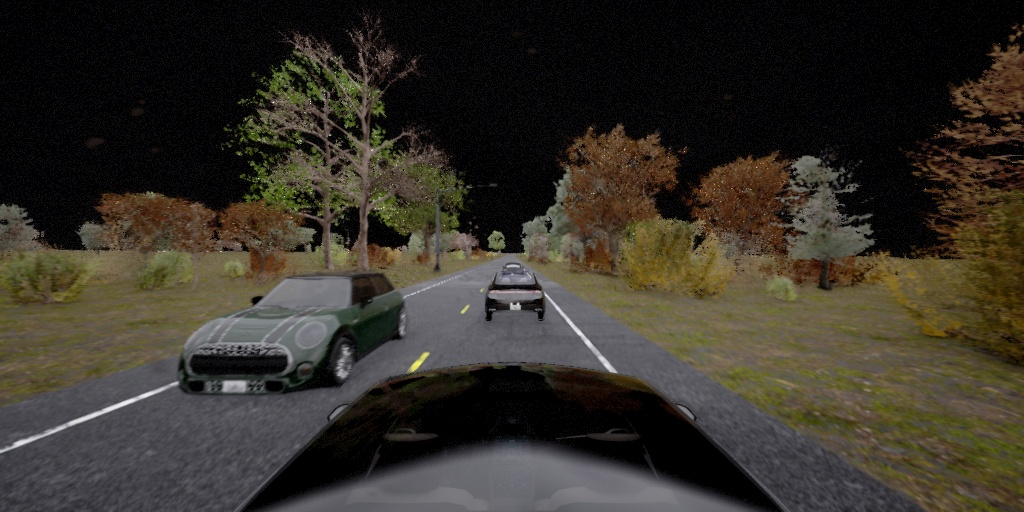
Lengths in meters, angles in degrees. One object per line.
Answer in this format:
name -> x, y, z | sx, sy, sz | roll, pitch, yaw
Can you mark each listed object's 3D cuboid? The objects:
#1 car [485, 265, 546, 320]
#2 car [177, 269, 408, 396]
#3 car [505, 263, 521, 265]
car -> 0.098, 1.243, 12.569 | 2.128, 1.511, 4.902 | 0, 0, 0
car -> -3.597, 1.103, 6.896 | 2.097, 1.767, 4.553 | 0, 0, 0
car -> 0.096, 1.273, 30.589 | 1.812, 1.442, 4.674 | 0, 0, 0
